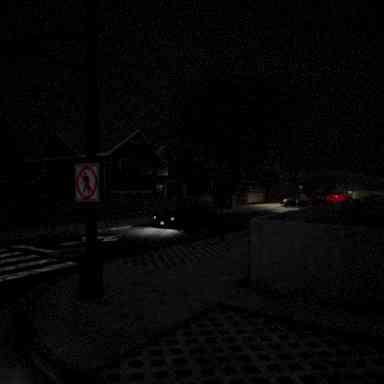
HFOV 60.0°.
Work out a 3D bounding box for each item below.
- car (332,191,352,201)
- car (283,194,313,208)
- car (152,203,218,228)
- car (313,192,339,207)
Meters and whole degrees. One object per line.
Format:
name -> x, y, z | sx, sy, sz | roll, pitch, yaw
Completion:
car -> 21.892, 0.800, 48.705 | 2.150, 2.045, 5.566 | 0, 1, 38
car -> 12.774, 1.024, 40.828 | 2.097, 1.767, 4.553 | 0, 1, 35
car -> -0.257, 1.411, 21.600 | 2.033, 1.411, 5.357 | 0, 1, 34
car -> 16.044, 1.144, 40.542 | 1.882, 1.535, 5.008 | 0, 1, 35
